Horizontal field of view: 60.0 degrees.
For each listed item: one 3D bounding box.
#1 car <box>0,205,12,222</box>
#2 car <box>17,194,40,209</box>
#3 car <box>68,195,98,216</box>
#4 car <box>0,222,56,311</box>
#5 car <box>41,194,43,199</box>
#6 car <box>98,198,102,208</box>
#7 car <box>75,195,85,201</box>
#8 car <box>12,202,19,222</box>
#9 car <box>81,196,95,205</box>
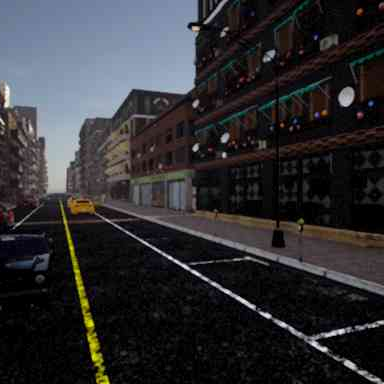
[{"bbox_3d":[-10.557,1.282,16.324,2.192,1.841,5.009,0,0,-22],"label":"car"},{"bbox_3d":[-21.074,1.213,42.470,2.192,1.841,5.009,0,0,-22],"label":"car"},{"bbox_3d":[-10.350,1.391,31.301,1.882,1.535,5.008,0,0,-22],"label":"car"},{"bbox_3d":[-4.094,1.584,7.459,1.895,1.301,4.718,0,0,-22],"label":"car"},{"bbox_3d":[-25.282,1.413,52.929,1.887,1.381,4.507,0,0,-22],"label":"car"},{"bbox_3d":[-13.362,1.394,45.751,1.752,1.417,4.829,0,0,-22],"label":"car"},{"bbox_3d":[-25.918,1.332,76.968,2.008,1.369,4.403,0,0,-22],"label":"car"},{"bbox_3d":[-12.661,1.536,21.554,1.802,1.307,4.206,0,0,-22],"label":"car"},{"bbox_3d":[-17.505,1.385,56.052,1.887,1.381,4.507,0,0,-22],"label":"car"}]
